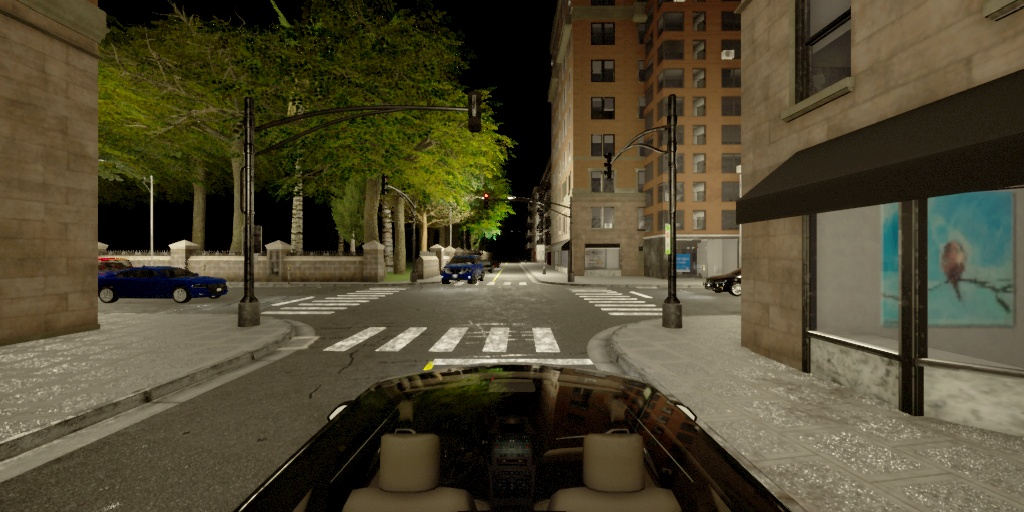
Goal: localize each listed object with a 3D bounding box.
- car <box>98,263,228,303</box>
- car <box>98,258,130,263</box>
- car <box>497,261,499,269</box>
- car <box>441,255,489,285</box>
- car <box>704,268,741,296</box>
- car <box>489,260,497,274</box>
[{"bbox_3d":[-15.472,1.212,15.883,5.008,1.535,1.882,0,0,0],"label":"car"},{"bbox_3d":[-23.049,1.076,19.202,4.553,1.767,2.097,0,0,1],"label":"car"},{"bbox_3d":[-3.010,1.249,56.472,1.994,1.385,4.181,0,0,0],"label":"car"},{"bbox_3d":[-3.442,0.963,26.229,2.150,2.045,5.566,0,0,6],"label":"car"},{"bbox_3d":[12.689,1.271,18.705,4.892,1.490,1.837,0,0,1],"label":"car"},{"bbox_3d":[-3.045,1.195,40.479,1.882,1.535,5.008,0,1,1],"label":"car"}]
